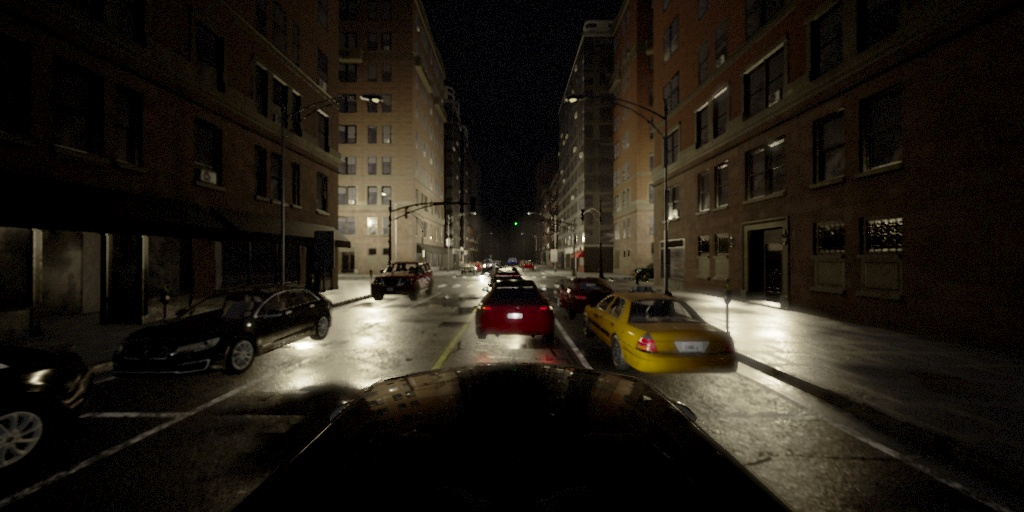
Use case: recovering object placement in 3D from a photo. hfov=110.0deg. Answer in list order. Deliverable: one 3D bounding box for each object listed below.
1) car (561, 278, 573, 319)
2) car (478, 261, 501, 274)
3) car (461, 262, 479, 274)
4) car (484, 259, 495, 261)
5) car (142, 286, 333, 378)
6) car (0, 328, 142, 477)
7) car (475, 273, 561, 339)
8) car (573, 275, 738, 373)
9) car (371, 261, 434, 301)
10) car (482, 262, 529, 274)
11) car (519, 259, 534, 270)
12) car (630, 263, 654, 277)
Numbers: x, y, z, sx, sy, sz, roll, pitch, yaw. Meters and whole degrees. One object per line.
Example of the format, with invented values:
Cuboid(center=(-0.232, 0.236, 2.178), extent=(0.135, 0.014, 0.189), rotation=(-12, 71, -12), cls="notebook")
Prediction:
Cuboid(center=(2.654, 1.400, 12.815), extent=(1.802, 1.307, 4.207), rotation=(0, 0, 0), cls="car")
Cuboid(center=(-2.776, 1.613, 44.862), extent=(1.895, 1.301, 4.718), rotation=(0, 0, 0), cls="car")
Cuboid(center=(-5.315, 1.562, 44.714), extent=(2.007, 1.370, 4.403), rotation=(0, 0, 0), cls="car")
Cuboid(center=(-2.751, 1.560, 54.432), extent=(2.128, 1.511, 4.902), rotation=(0, 0, 0), cls="car")
Cuboid(center=(-5.380, 1.335, 7.426), extent=(2.007, 1.370, 4.403), rotation=(0, 0, 0), cls="car")
Cuboid(center=(-5.389, 1.302, 2.013), extent=(2.007, 1.370, 4.403), rotation=(0, 0, 0), cls="car")
Cuboid(center=(0.083, 1.367, 10.291), extent=(1.994, 1.385, 4.181), rotation=(0, 0, 0), cls="car")
Cuboid(center=(2.645, 1.310, 7.573), extent=(1.751, 1.417, 4.829), rotation=(0, 0, 0), cls="car")
Cuboid(center=(-5.361, 1.166, 18.251), extent=(2.192, 1.841, 5.009), rotation=(0, 0, 0), cls="car")
Cuboid(center=(-0.544, 1.372, 23.083), extent=(2.128, 1.511, 4.902), rotation=(0, 0, -8), cls="car")
Cuboid(center=(2.738, 1.547, 61.055), extent=(1.967, 1.591, 4.097), rotation=(0, 0, 0), cls="car")
Cuboid(center=(13.219, 1.358, 32.811), extent=(4.553, 1.767, 2.097), rotation=(0, 0, 0), cls="car")
